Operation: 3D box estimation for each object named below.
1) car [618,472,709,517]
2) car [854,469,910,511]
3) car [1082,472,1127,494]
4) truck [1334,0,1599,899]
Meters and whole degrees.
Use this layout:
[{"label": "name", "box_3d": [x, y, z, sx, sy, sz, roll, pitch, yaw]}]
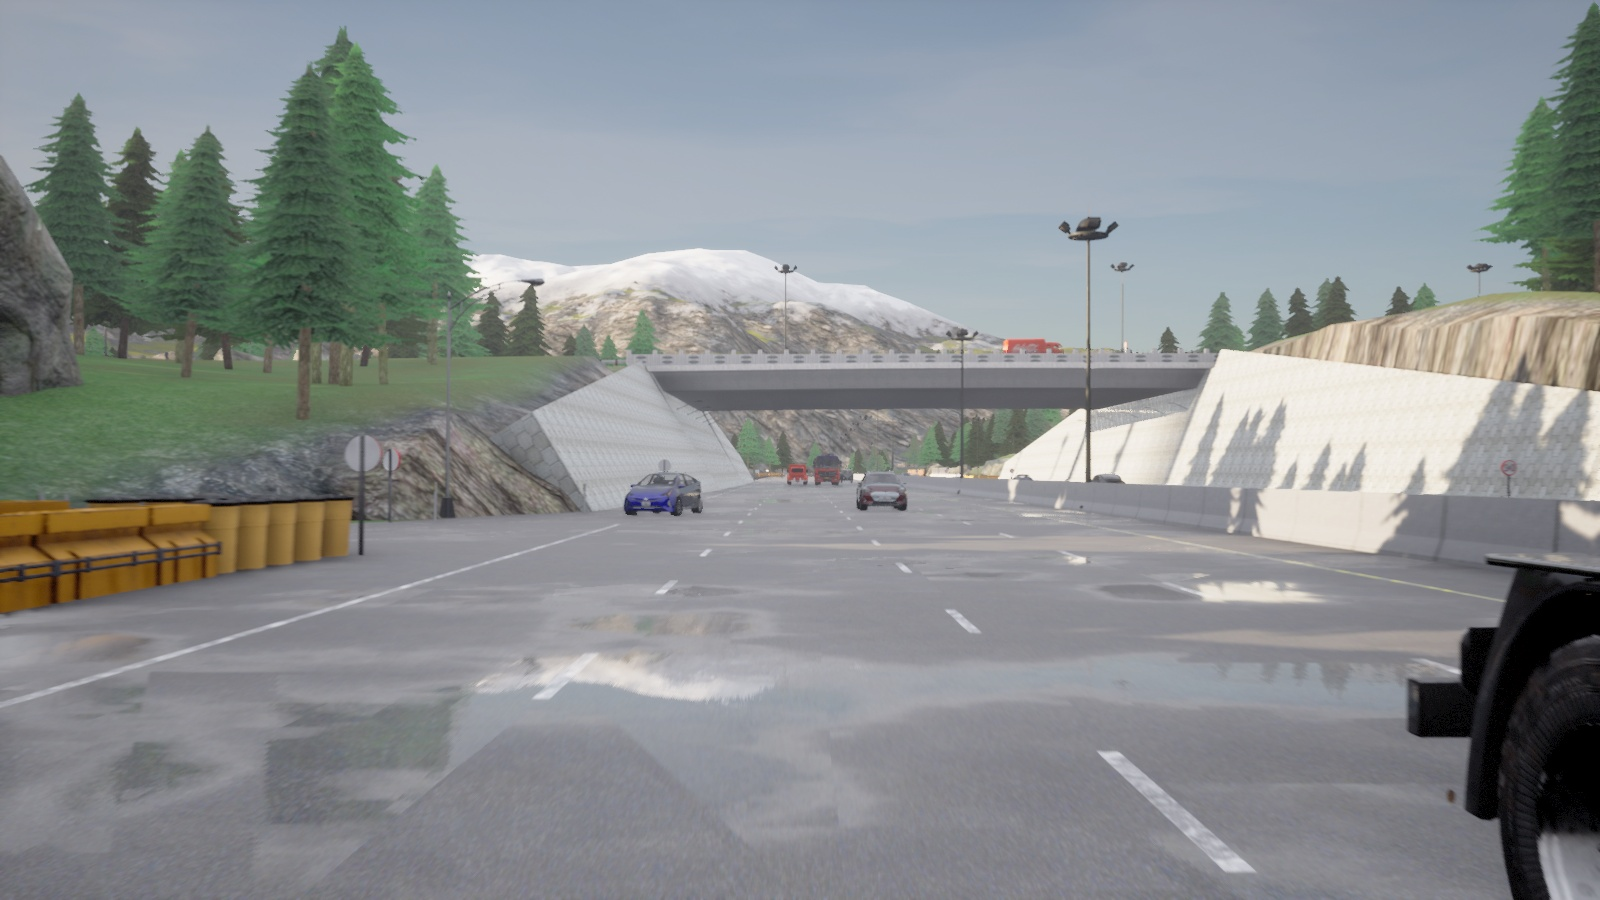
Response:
[{"label": "car", "box_3d": [-4.854, 1.573, 45.345, 2.007, 1.525, 4.514, 0, -1, 11]}, {"label": "car", "box_3d": [3.389, 1.651, 52.665, 2.033, 1.649, 4.856, 0, -1, 0]}, {"label": "car", "box_3d": [20.819, 2.238, 86.012, 1.837, 1.490, 4.892, 0, -1, 0]}, {"label": "truck", "box_3d": [3.495, -0.166, 0.791, 2.891, 3.462, 7.936, 0, -1, 0]}]
